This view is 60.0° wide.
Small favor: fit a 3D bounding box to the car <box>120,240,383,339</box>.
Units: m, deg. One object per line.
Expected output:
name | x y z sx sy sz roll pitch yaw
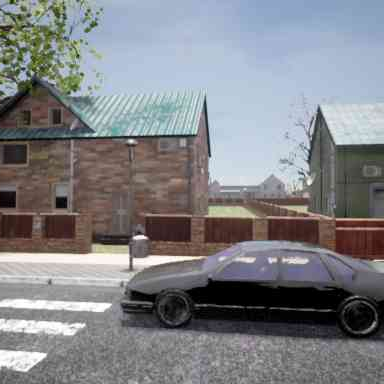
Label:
car | 1.450 1.661 6.314 5.357 1.411 2.033 0 -2 8
